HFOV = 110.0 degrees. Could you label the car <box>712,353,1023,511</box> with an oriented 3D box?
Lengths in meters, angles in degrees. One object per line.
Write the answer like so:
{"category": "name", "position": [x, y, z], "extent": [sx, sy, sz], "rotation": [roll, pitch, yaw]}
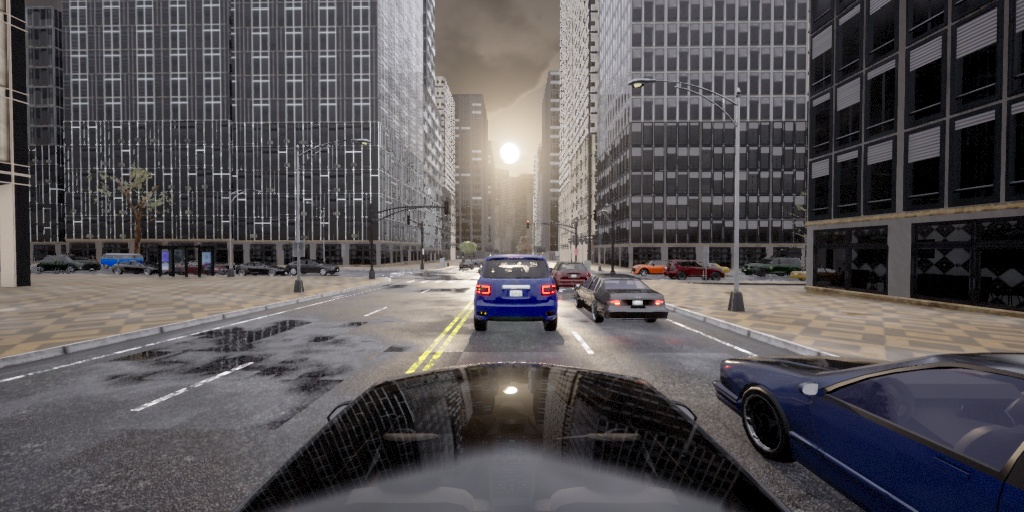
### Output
{"category": "car", "position": [3.351, 1.297, 1.905], "extent": [2.033, 1.411, 5.357], "rotation": [0, 0, 1]}

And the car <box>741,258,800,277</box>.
{"category": "car", "position": [27.354, 1.181, 37.727], "extent": [5.566, 2.045, 2.150], "rotation": [1, 1, 1]}

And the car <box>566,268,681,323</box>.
{"category": "car", "position": [3.349, 1.293, 12.085], "extent": [2.033, 1.411, 5.357], "rotation": [0, 0, 0]}

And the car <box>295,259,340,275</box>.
{"category": "car", "position": [-19.579, 1.097, 35.310], "extent": [4.892, 1.490, 1.837], "rotation": [1, 1, 1]}

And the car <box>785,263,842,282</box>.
{"category": "car", "position": [27.636, 1.578, 31.951], "extent": [4.829, 1.417, 1.751], "rotation": [0, 0, 1]}

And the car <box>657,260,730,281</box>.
{"category": "car", "position": [16.187, 1.268, 32.146], "extent": [5.009, 1.841, 2.192], "rotation": [0, 0, 1]}

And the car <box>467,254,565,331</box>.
{"category": "car", "position": [0.096, 0.967, 11.081], "extent": [2.150, 2.045, 5.566], "rotation": [0, 0, 0]}

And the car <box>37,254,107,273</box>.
{"category": "car", "position": [-44.157, 0.721, 35.825], "extent": [4.553, 1.767, 2.097], "rotation": [0, 1, 1]}

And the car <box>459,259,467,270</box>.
{"category": "car", "position": [-6.611, 1.219, 52.547], "extent": [1.837, 1.490, 4.892], "rotation": [0, 0, -1]}

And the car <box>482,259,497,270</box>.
{"category": "car", "position": [-3.346, 1.191, 53.439], "extent": [1.882, 1.535, 5.008], "rotation": [0, 0, 0]}

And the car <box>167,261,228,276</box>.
{"category": "car", "position": [-28.422, 1.138, 32.799], "extent": [4.207, 1.307, 1.802], "rotation": [0, 0, 1]}

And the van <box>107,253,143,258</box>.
{"category": "van", "position": [-45.295, 0.605, 41.630], "extent": [3.998, 1.789, 1.690], "rotation": [0, 0, 1]}

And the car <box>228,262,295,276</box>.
{"category": "car", "position": [-22.738, 1.173, 32.667], "extent": [4.313, 1.339, 1.948], "rotation": [0, 0, 1]}

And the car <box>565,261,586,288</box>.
{"category": "car", "position": [3.345, 1.092, 21.492], "extent": [2.097, 1.767, 4.553], "rotation": [0, 0, 0]}

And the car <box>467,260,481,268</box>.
{"category": "car", "position": [-6.582, 1.303, 62.850], "extent": [1.895, 1.301, 4.718], "rotation": [0, 0, 0]}

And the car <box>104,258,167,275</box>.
{"category": "car", "position": [-34.102, 1.069, 32.971], "extent": [4.313, 1.339, 1.948], "rotation": [0, 0, 1]}

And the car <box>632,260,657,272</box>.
{"category": "car", "position": [15.030, 1.202, 37.919], "extent": [4.553, 1.767, 2.097], "rotation": [0, 1, 0]}
